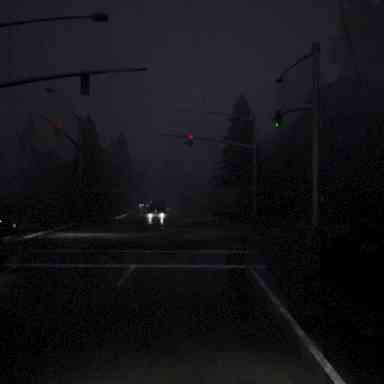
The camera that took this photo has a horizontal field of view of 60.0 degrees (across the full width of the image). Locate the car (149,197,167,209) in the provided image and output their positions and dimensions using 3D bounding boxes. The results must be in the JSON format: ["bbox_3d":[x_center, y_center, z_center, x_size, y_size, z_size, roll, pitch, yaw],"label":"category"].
[{"bbox_3d":[-4.973,1.505,47.806,2.128,1.511,4.902,0,0,-12],"label":"car"}]

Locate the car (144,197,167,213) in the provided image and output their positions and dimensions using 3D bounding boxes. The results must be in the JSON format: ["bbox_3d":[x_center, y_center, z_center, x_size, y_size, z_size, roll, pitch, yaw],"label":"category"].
[{"bbox_3d":[-3.798,1.557,37.100,2.033,1.411,5.357,0,0,-1],"label":"car"}]

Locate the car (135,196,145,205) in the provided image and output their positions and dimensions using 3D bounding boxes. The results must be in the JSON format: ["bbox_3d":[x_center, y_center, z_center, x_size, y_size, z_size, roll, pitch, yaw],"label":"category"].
[{"bbox_3d":[-9.082,1.541,61.148,1.812,1.442,4.674,0,0,-24],"label":"car"}]

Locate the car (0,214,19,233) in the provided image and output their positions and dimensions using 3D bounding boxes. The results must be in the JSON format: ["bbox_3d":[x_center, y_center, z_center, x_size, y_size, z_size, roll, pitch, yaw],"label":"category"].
[{"bbox_3d":[-11.723,1.496,17.481,4.902,1.511,2.128,0,0,2],"label":"car"}]
